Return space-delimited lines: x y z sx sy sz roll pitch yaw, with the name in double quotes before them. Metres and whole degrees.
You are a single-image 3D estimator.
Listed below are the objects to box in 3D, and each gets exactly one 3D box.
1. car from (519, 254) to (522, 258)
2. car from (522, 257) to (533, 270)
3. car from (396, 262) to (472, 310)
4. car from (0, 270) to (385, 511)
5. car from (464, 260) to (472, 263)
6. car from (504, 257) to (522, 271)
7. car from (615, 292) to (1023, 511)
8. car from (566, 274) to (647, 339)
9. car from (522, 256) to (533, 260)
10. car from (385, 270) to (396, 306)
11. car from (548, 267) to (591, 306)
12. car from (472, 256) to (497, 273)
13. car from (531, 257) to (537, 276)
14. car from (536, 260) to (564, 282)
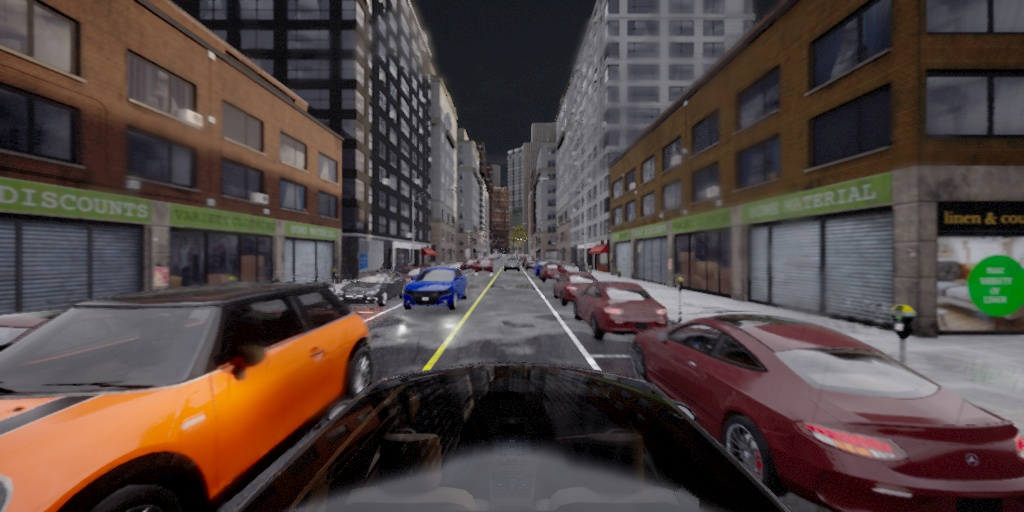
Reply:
"car" 2.746 0.878 59.719 2.192 1.841 5.009 0 0 0
"car" 2.749 1.183 48.612 1.948 1.339 4.313 0 0 0
"car" -3.004 1.208 14.920 1.882 1.535 5.008 0 0 0
"car" -3.065 1.101 3.278 2.097 1.767 4.553 0 0 0
"car" -5.776 1.162 48.617 1.888 1.381 4.507 0 0 0
"car" -0.003 1.205 46.393 1.994 1.385 4.181 0 0 0
"car" 2.762 1.331 4.190 1.802 1.307 4.207 0 0 0
"car" 2.760 1.325 9.742 1.802 1.307 4.207 0 0 0
"car" 2.748 1.117 54.334 1.751 1.417 4.829 0 0 0
"car" -5.767 1.279 15.300 2.007 1.370 4.403 0 0 0
"car" 2.759 1.311 15.299 1.802 1.307 4.207 0 0 0
"car" -3.101 1.124 40.762 1.882 1.535 5.008 0 0 0
"car" 3.130 1.145 34.686 1.882 1.535 5.008 0 0 0
"car" 3.141 1.215 27.686 1.812 1.442 4.674 0 0 0
